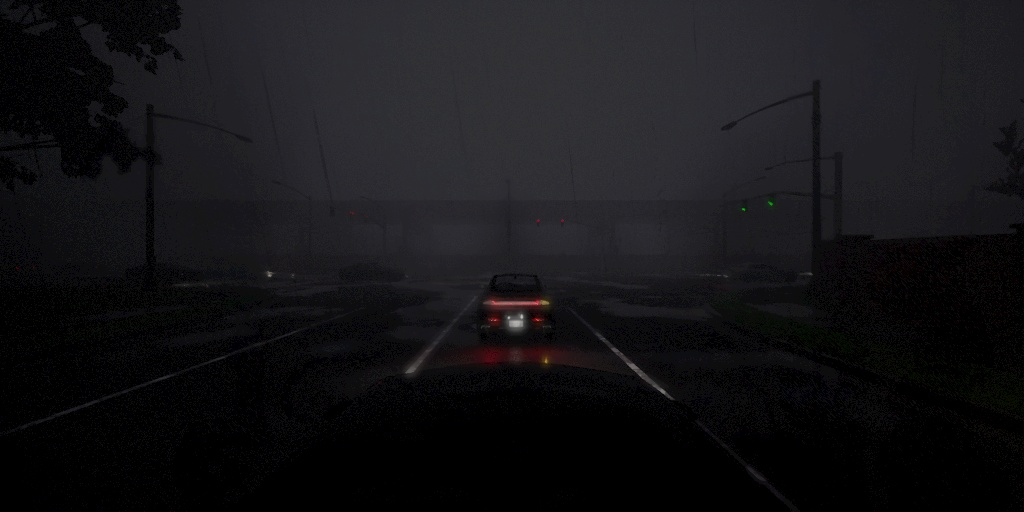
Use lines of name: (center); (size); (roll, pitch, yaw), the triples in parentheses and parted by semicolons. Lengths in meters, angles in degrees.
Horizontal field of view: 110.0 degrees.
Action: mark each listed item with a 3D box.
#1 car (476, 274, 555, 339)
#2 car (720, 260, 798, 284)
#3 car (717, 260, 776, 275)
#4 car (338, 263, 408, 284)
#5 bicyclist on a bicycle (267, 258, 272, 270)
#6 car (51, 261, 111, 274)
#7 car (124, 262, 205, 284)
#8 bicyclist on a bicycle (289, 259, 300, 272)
car: (0.094, 1.242, 10.117); (2.128, 1.511, 4.902); (0, 0, 0)
car: (17.569, 1.198, 25.502); (4.674, 1.442, 1.812); (0, 0, 2)
car: (23.495, 1.140, 36.052); (4.674, 1.442, 1.812); (-1, 0, 2)
car: (-10.123, 1.241, 26.243); (4.902, 1.511, 2.128); (0, 0, 2)
bicyclist on a bicycle: (-31.608, 1.050, 46.765); (0.582, 1.620, 1.656); (0, 0, -33)
car: (-49.669, 1.297, 41.404); (5.357, 1.411, 2.033); (0, 0, 2)
car: (-25.731, 1.227, 26.671); (5.008, 1.535, 1.882); (0, 0, 2)
bicyclist on a bicycle: (-27.055, 1.203, 44.677); (0.582, 1.620, 1.656); (0, 0, 14)
